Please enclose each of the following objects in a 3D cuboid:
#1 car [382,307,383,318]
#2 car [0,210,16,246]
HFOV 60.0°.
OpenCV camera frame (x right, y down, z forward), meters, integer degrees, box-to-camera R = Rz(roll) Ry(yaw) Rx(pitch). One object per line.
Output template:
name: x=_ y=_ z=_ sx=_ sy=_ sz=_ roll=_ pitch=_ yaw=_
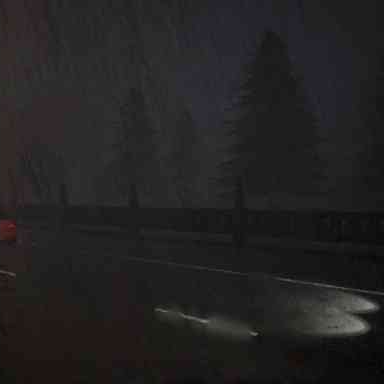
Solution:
car: x=5.071 y=1.538 z=4.640 sx=4.181 sy=1.385 sz=1.994 roll=-1 pitch=0 yaw=35
car: x=-10.049 y=1.532 z=15.149 sx=4.553 sy=1.767 sz=2.097 roll=-1 pitch=0 yaw=35
